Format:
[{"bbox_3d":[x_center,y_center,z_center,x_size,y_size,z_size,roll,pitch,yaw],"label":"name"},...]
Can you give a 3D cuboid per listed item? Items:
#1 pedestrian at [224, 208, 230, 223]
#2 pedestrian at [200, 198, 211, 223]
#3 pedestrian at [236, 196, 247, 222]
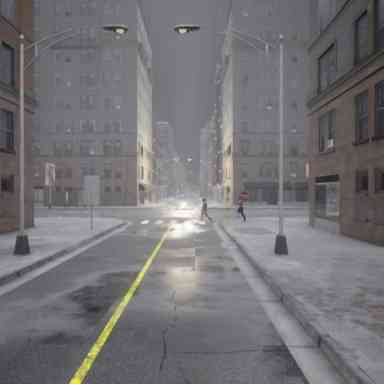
[{"bbox_3d":[2.326,1.518,22.543,0.500,1.100,0.500,0,0,0],"label":"pedestrian"},{"bbox_3d":[0.949,1.290,23.744,0.375,1.860,0.375,0,0,0],"label":"pedestrian"},{"bbox_3d":[3.426,1.138,23.141,0.375,1.860,0.375,0,0,0],"label":"pedestrian"}]
